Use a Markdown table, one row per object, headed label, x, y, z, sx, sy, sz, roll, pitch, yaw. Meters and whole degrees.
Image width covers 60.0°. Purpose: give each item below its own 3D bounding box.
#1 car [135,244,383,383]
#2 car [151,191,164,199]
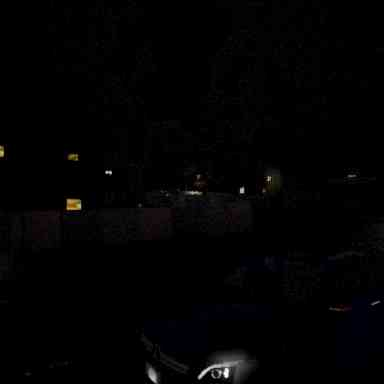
| label | x | y | z | sx | sy | sz | roll | pitch | yaw |
| --- | --- | --- | --- | --- | --- | --- | --- | --- | --- |
| car | 1.520 | 1.529 | 4.616 | 4.674 | 1.442 | 1.812 | 0 | 0 | -35 |
| car | -6.440 | 0.639 | 61.681 | 1.812 | 1.442 | 4.674 | 1 | 1 | -21 |
